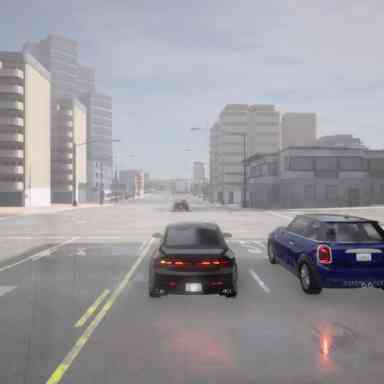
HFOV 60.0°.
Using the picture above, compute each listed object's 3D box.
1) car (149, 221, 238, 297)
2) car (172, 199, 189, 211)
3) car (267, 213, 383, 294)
[{"bbox_3d":[0.007,1.505,8.535,1.837,1.490,4.892,0,0,-1],"label":"car"},{"bbox_3d":[-1.436,1.609,41.850,1.812,1.442,4.674,0,-1,-3],"label":"car"},{"bbox_3d":[3.498,1.352,8.937,2.097,1.767,4.553,0,0,-1],"label":"car"}]
